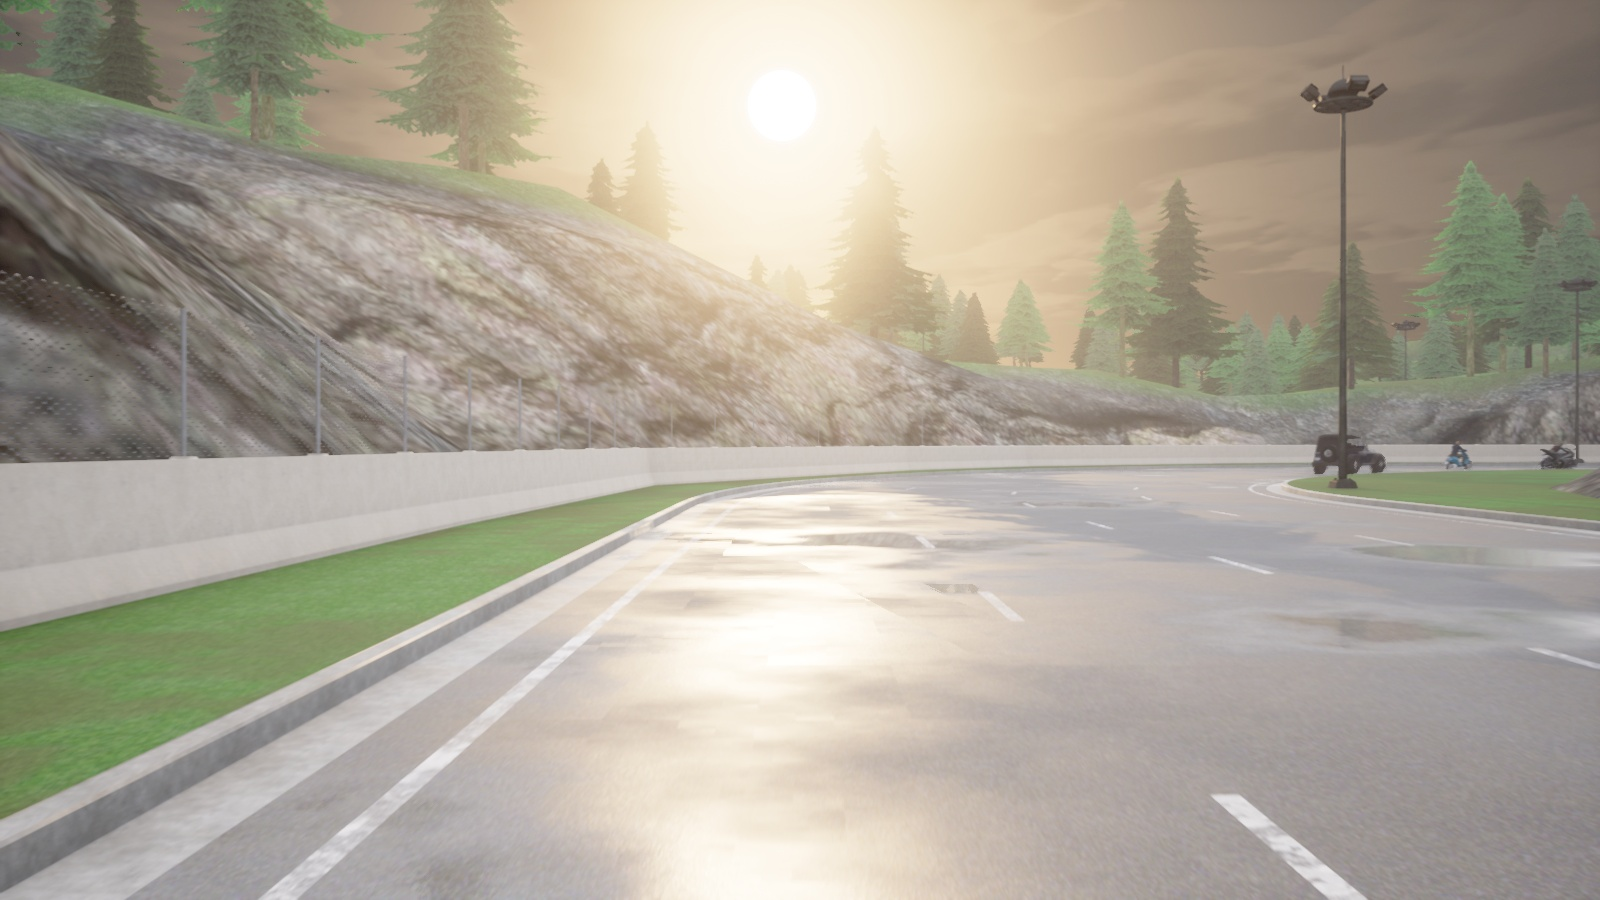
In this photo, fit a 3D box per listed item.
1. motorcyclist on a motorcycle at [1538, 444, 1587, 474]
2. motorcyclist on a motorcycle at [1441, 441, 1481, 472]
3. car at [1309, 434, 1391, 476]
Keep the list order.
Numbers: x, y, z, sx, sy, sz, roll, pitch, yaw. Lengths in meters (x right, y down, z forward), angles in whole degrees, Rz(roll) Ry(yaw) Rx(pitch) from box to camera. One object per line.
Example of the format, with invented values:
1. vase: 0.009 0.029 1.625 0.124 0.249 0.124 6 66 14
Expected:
1. motorcyclist on a motorcycle: 39.697 0.445 65.414 2.191 1.530 0.866 0 1 -15
2. motorcyclist on a motorcycle: 35.673 0.347 67.758 1.817 1.590 0.866 0 2 -19
3. car: 25.661 0.233 58.580 3.866 1.878 1.905 0 0 -38
